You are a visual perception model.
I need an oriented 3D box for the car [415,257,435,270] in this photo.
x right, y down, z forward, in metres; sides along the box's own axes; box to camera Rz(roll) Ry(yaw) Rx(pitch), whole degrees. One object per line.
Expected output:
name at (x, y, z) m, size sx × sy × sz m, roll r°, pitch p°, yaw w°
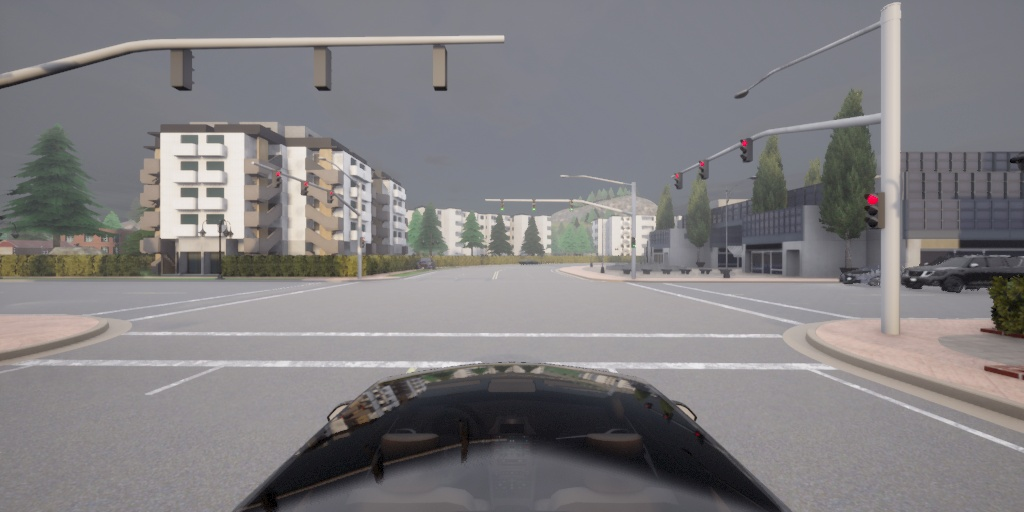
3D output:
car at (-11.683, 0.939, 48.541) m, size 2.097 × 1.767 × 4.553 m, roll 0°, pitch 0°, yaw -6°

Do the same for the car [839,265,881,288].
car at (24.196, 1.313, 23.546) m, size 4.181 × 1.385 × 1.994 m, roll 0°, pitch 0°, yaw 1°

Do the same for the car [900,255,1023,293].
car at (25.252, 0.971, 20.019) m, size 5.566 × 2.045 × 2.150 m, roll 0°, pitch 0°, yaw 1°
